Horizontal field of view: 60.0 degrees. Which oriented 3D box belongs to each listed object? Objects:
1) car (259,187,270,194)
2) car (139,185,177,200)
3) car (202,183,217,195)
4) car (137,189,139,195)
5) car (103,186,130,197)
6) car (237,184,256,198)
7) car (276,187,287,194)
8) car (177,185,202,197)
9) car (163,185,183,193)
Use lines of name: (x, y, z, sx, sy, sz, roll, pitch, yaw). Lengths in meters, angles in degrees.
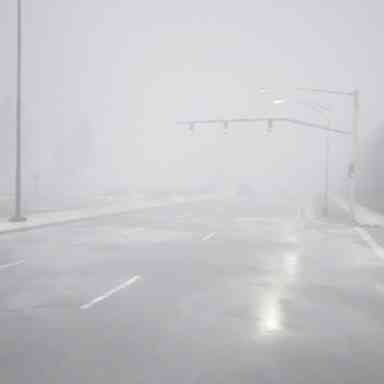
car: (15.791, -0.396, 72.016, 1.812, 1.442, 4.674, 2, 2, 20)
car: (-4.125, 0.098, 41.155, 2.128, 1.511, 4.902, 2, 2, 20)
car: (2.885, -0.612, 60.133, 2.150, 2.045, 5.566, 2, 2, 20)
car: (-7.091, -0.338, 53.403, 1.837, 1.490, 4.892, 2, 2, 21)
car: (-10.175, -0.082, 44.960, 1.994, 1.385, 4.181, 2, 2, 20)
car: (8.538, -0.233, 52.023, 2.150, 2.045, 5.566, 2, 2, 20)
car: (19.095, -0.286, 70.863, 2.128, 1.511, 4.902, 2, 2, 20)
car: (-0.749, -0.061, 50.414, 2.033, 1.411, 5.357, 2, 2, 21)
car: (-3.512, -0.586, 62.996, 1.882, 1.535, 5.008, 2, 2, 20)
